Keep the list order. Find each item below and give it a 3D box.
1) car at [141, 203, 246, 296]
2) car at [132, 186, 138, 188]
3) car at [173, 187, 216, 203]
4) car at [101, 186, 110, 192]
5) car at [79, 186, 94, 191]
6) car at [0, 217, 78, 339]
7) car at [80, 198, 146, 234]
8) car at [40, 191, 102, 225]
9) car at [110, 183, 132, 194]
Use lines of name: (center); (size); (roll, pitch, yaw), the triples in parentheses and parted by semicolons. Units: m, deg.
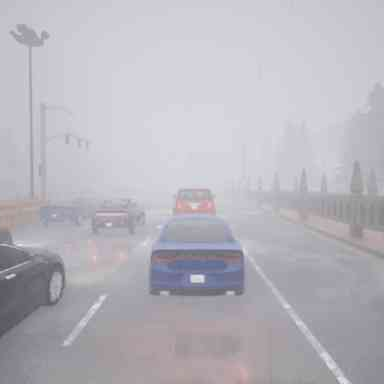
car: (0.100, 1.267, 8.194); (1.882, 1.535, 5.008); (0, 2, 0)
car: (-13.751, -0.758, 80.628); (1.994, 1.385, 4.181); (0, 2, 0)
car: (0.121, 0.725, 18.057); (2.150, 2.045, 5.566); (0, 2, 0)
car: (-20.751, -0.788, 80.701); (2.128, 1.511, 4.902); (0, 2, 0)
car: (-20.809, -0.370, 65.440); (1.837, 1.490, 4.892); (0, 2, 0)
car: (-3.404, 1.398, 4.629); (1.837, 1.490, 4.892); (0, 2, 0)
car: (-3.381, 1.056, 15.978); (2.128, 1.511, 4.902); (0, 2, 0)
car: (-6.872, 0.952, 19.059); (1.882, 1.535, 5.008); (0, 2, 0)
car: (-13.817, -0.642, 65.153); (2.150, 2.045, 5.566); (0, 2, 1)
